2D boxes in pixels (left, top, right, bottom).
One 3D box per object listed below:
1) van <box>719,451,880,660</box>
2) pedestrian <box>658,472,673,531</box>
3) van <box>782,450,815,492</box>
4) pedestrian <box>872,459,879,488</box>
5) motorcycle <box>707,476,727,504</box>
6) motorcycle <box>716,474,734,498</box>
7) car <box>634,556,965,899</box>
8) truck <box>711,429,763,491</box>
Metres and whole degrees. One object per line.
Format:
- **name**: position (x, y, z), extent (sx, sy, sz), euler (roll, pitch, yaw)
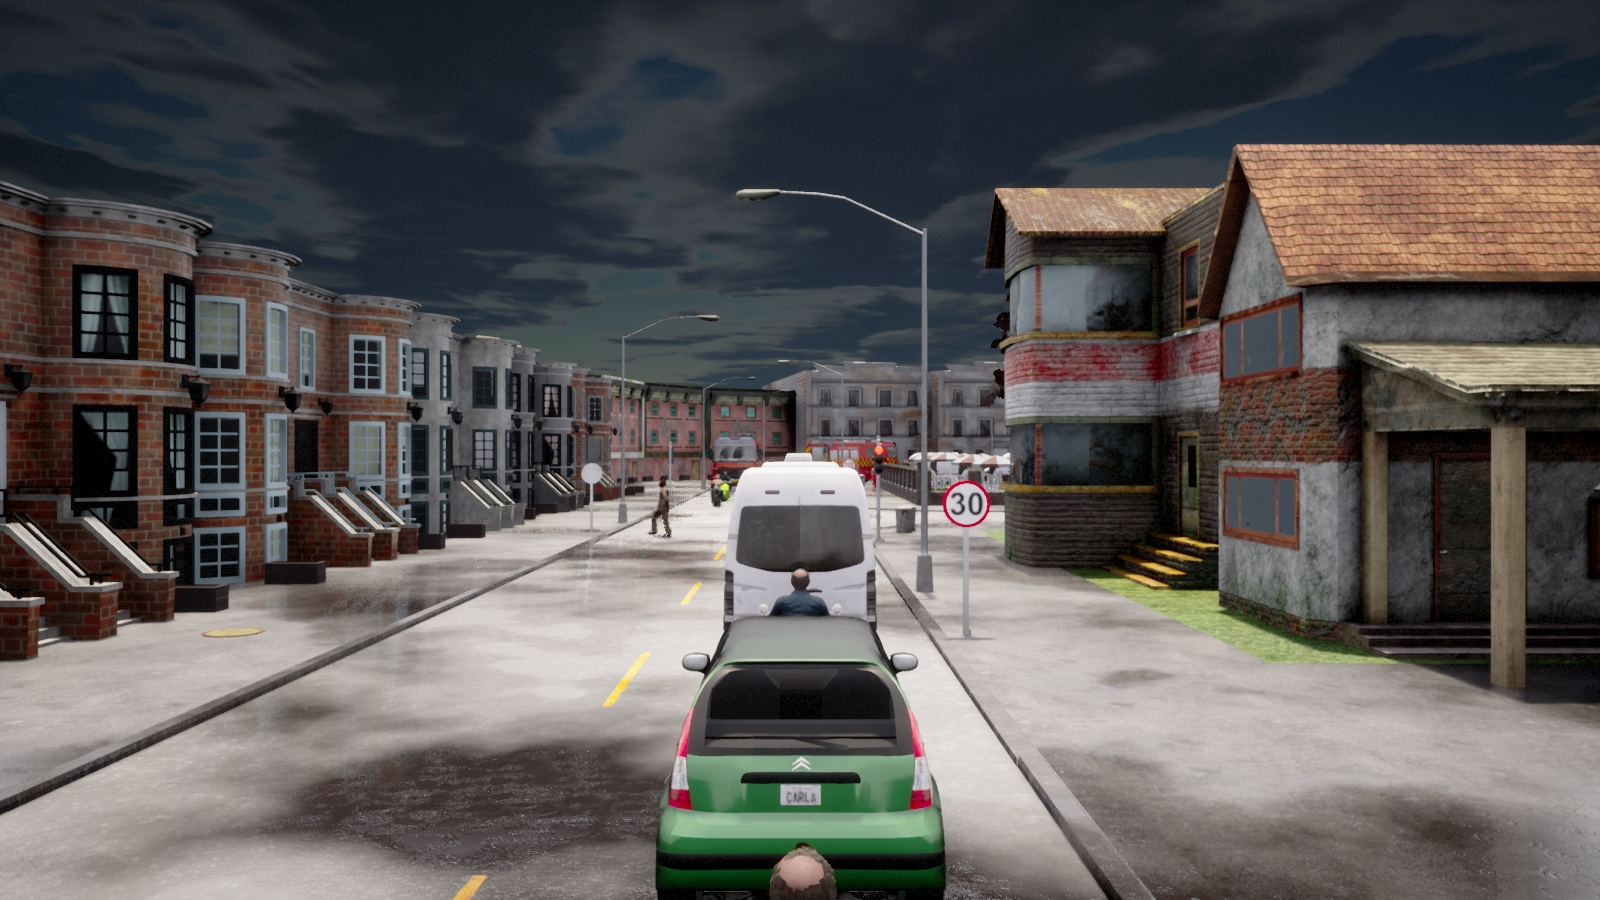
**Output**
- **van**: position (-0.006, 1.308, 17.043), extent (1.988, 2.561, 5.915), euler (0, 0, 0)
- **pedestrian**: position (-4.261, 1.615, 36.109), extent (0.375, 1.860, 0.375), euler (0, 0, 11)
- **van**: position (-0.074, 1.286, 73.365), extent (1.988, 2.561, 5.915), euler (0, 0, 0)
- **pedestrian**: position (4.793, 1.498, 72.510), extent (0.375, 1.860, 0.375), euler (0, 0, -18)
- **motorcycle**: position (-4.008, 1.929, 55.295), extent (0.764, 1.277, 2.356), euler (0, 0, 0)
- **motorcycle**: position (-4.012, 1.939, 61.351), extent (0.856, 1.236, 1.805), euler (0, 0, 0)
- **car**: position (-0.003, 1.776, 8.385), extent (1.851, 1.617, 3.988), euler (0, 0, 0)
- **truck**: position (-4.030, 0.643, 74.703), extent (2.891, 3.827, 8.468), euler (0, 0, 0)
